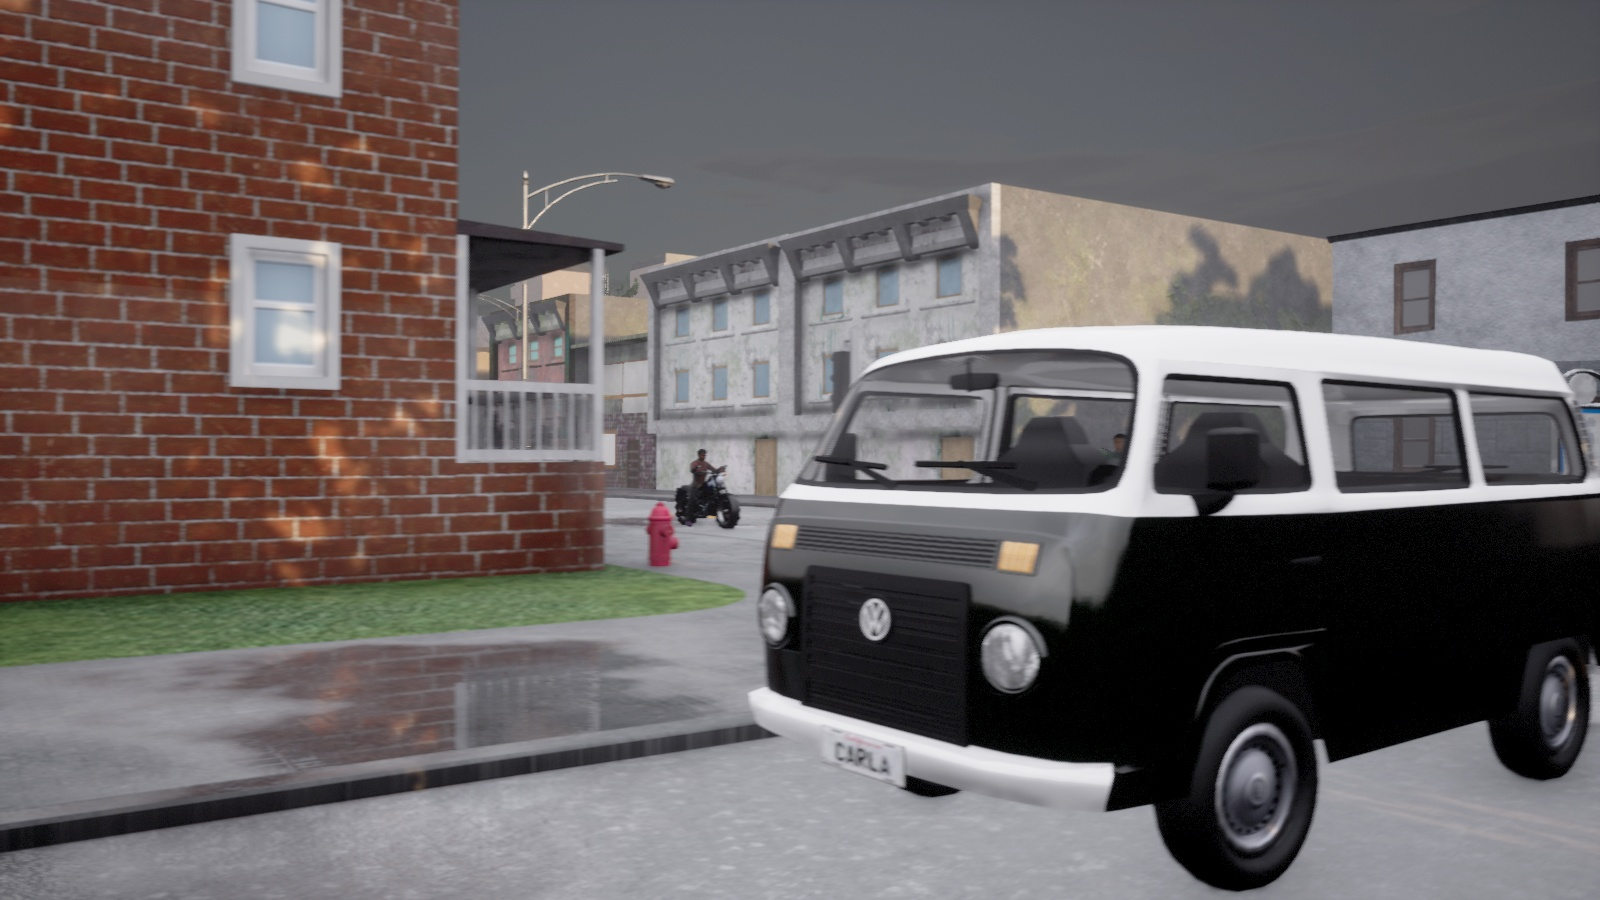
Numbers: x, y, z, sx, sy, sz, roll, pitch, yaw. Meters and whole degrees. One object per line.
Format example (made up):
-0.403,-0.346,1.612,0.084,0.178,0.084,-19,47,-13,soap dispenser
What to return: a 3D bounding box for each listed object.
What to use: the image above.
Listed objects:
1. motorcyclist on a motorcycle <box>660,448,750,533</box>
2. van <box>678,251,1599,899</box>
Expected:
-1.964,0.784,25.582,0.766,1.649,2.350,0,0,-34,motorcyclist on a motorcycle
1.911,0.486,5.603,4.480,2.038,2.069,0,0,-38,van
